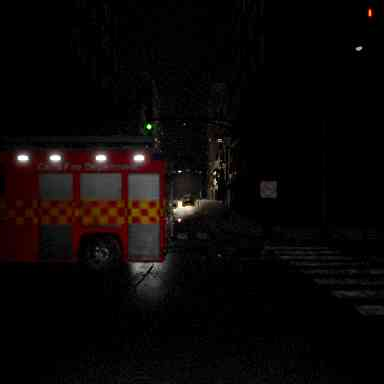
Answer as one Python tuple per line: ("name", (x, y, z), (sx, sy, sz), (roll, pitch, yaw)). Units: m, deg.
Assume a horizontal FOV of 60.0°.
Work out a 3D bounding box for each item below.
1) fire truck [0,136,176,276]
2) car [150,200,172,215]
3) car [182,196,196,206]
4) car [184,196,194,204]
("fire truck", (-4.862, 0.347, 10.205), (8.468, 3.827, 2.891), (0, 0, 0))
("car", (-3.180, 1.584, 35.240), (1.994, 1.385, 4.181), (0, 0, -1))
("car", (-0.522, 1.536, 53.904), (1.837, 1.490, 4.892), (0, 0, -1))
("car", (-0.623, 1.544, 64.322), (1.837, 1.490, 4.892), (0, 0, -1))
